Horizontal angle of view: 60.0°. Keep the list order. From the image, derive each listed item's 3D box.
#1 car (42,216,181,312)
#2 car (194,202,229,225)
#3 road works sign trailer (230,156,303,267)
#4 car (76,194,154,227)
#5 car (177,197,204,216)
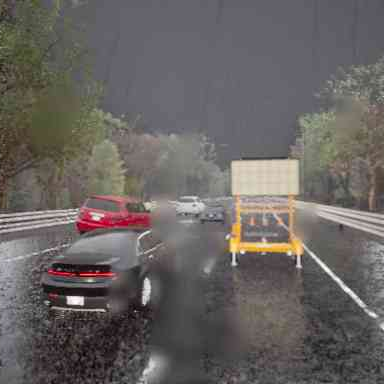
[{"bbox_3d":[-1.546,1.589,8.003,1.837,1.490,4.892,0,0,10],"label":"car"},{"bbox_3d":[1.852,1.776,26.375,2.033,1.411,5.357,0,0,11],"label":"car"},{"bbox_3d":[2.595,0.561,11.885,2.380,3.560,2.880,0,-1,11],"label":"road works sign trailer"},{"bbox_3d":[-3.478,1.244,16.403,2.150,2.045,5.566,10,0,11],"label":"car"},{"bbox_3d":[-0.085,1.535,34.888,2.150,2.045,5.566,0,0,11],"label":"car"}]
